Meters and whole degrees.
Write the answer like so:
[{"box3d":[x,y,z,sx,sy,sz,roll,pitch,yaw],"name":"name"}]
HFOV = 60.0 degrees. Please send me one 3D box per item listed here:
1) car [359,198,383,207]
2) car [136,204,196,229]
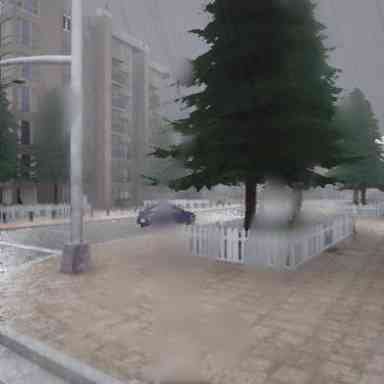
[{"box3d":[25.566,1.532,45.153,2.033,1.411,5.357,0,0,-39],"name":"car"},{"box3d":[-1.595,1.500,21.355,1.812,1.442,4.674,0,0,34],"name":"car"}]
